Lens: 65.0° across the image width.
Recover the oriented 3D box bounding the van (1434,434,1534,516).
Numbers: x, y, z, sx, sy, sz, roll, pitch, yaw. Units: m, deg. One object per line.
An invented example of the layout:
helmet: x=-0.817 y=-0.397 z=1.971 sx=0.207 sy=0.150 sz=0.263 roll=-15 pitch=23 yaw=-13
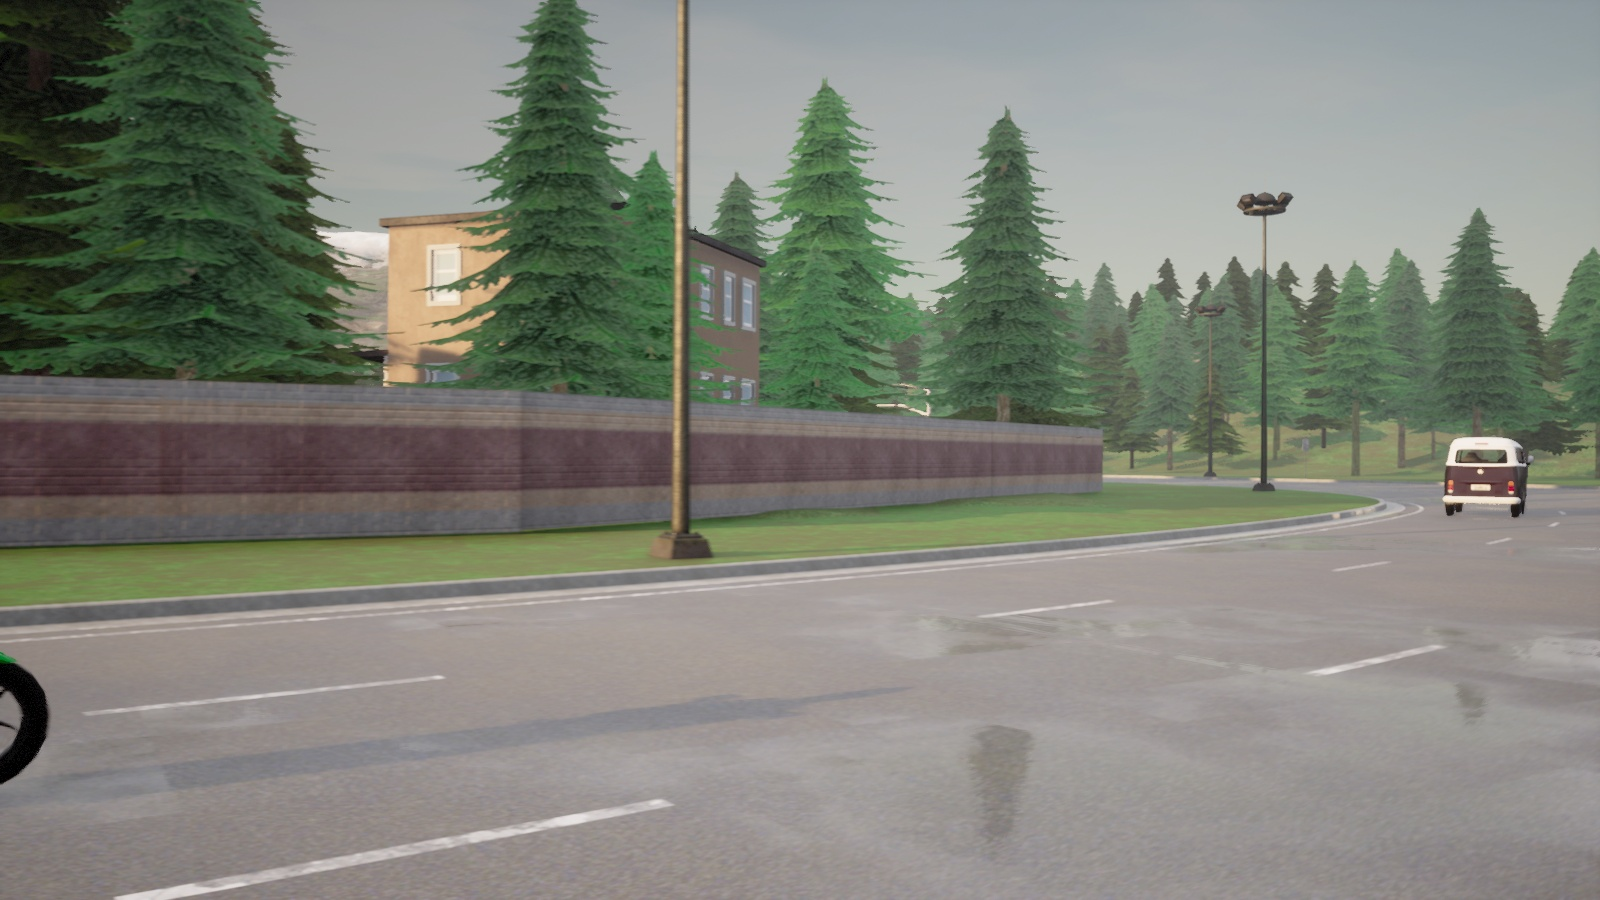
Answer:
van: x=18.347 y=0.631 z=33.570 sx=2.069 sy=2.038 sz=4.480 roll=0 pitch=0 yaw=32

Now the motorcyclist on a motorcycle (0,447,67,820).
motorcyclist on a motorcycle: x=-4.144 y=0.749 z=5.011 sx=2.044 sy=1.523 sz=0.797 roll=0 pitch=-1 yaw=-35
